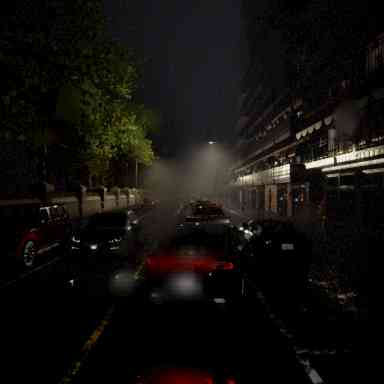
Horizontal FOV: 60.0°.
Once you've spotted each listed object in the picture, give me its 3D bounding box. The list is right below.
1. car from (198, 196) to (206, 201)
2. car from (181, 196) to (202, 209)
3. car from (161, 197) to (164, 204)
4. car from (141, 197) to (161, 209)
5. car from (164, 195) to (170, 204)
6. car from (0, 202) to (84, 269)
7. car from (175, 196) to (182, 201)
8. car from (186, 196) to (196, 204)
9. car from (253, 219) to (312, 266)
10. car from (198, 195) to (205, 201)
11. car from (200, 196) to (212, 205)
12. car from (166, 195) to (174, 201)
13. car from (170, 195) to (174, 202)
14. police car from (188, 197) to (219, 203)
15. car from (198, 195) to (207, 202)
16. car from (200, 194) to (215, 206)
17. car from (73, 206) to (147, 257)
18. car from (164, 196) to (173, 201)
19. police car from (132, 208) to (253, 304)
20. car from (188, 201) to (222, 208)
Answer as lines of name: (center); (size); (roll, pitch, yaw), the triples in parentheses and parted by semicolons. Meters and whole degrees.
car: (2.504, 1.638, 84.557); (1.947, 1.339, 4.313); (0, 0, 0)
car: (-0.078, 1.569, 45.066); (2.033, 1.411, 5.357); (0, 0, 0)
car: (-5.803, 1.467, 50.756); (1.967, 1.590, 4.097); (0, 0, 0)
car: (-5.791, 1.461, 45.127); (1.967, 1.590, 4.097); (0, 0, 0)
car: (-5.827, 1.591, 62.017); (2.008, 1.369, 4.403); (0, 0, 0)
car: (-5.715, 1.316, 11.347); (2.192, 1.841, 5.009); (0, 0, 0)
car: (-3.186, 1.673, 84.177); (1.895, 1.301, 4.718); (0, 0, 0)
car: (-0.139, 1.520, 63.738); (1.882, 1.535, 5.008); (0, 0, 0)
car: (2.665, 1.567, 11.365); (1.947, 1.339, 4.313); (0, 0, 0)
car: (2.490, 1.609, 90.358); (1.752, 1.417, 4.829); (0, 0, 0)
car: (2.553, 1.480, 62.036); (1.967, 1.590, 4.097); (0, 0, 0)
car: (-5.890, 1.608, 89.999); (1.752, 1.417, 4.829); (0, 0, 0)
car: (-5.864, 1.588, 78.738); (1.752, 1.417, 4.829); (0, 0, 0)
police car: (0.847, 1.430, 24.231); (1.930, 1.638, 5.238); (0, 0, 0)
car: (2.515, 1.503, 78.927); (1.967, 1.590, 4.097); (0, 0, 0)
car: (2.564, 1.348, 56.405); (2.192, 1.841, 5.009); (0, 0, 0)
car: (-3.127, 1.506, 12.992); (1.837, 1.490, 4.892); (0, 0, 0)
car: (-5.877, 1.623, 84.538); (2.008, 1.369, 4.403); (0, 0, 0)
police car: (0.425, 1.426, 8.418); (1.930, 1.638, 5.238); (0, 0, 12)
car: (0.861, 1.480, 18.121); (1.882, 1.535, 5.008); (0, 0, 0)
